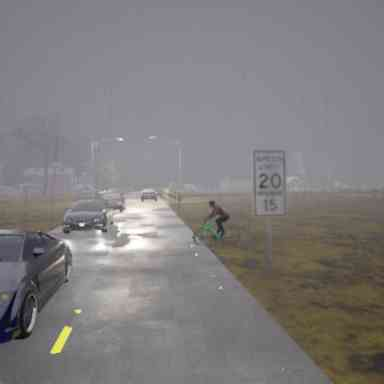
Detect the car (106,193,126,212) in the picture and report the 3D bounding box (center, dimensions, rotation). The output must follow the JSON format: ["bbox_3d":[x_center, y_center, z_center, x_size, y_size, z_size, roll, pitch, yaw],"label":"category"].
[{"bbox_3d":[-6.293,0.790,26.455,1.812,1.442,4.674,-1,2,-7],"label":"car"}]

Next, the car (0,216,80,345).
[{"bbox_3d":[-3.522,1.410,5.979,1.994,1.385,4.181,-1,2,-8],"label":"car"}]

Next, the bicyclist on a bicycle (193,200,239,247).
[{"bbox_3d":[0.845,1.088,11.546,1.656,1.620,0.582,-1,2,-8],"label":"bicyclist on a bicycle"}]

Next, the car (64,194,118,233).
[{"bbox_3d":[-4.912,1.055,16.230,1.837,1.490,4.892,-1,2,-8],"label":"car"}]

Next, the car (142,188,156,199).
[{"bbox_3d":[-6.609,0.165,50.655,2.033,1.411,5.357,-1,1,-8],"label":"car"}]

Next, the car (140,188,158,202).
[{"bbox_3d":[-5.202,0.365,40.273,2.128,1.511,4.902,-1,2,-8],"label":"car"}]
